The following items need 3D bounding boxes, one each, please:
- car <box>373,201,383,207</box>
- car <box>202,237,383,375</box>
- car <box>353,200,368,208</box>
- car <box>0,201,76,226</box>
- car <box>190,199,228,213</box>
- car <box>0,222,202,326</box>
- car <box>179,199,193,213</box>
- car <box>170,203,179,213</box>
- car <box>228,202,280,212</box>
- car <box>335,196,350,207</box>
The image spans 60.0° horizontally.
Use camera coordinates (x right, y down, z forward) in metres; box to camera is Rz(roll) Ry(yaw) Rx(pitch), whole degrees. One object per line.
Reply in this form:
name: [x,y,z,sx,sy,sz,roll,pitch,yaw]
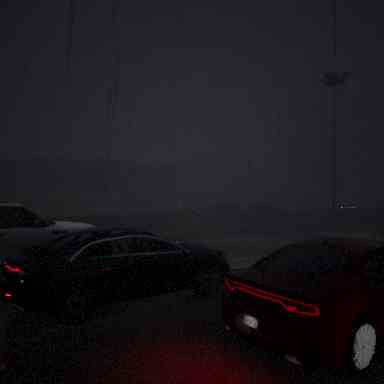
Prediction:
car: [34.223,2.239,60.292,1.994,1.385,4.181,0,0,41]
car: [2.782,1.538,5.747,5.008,1.535,1.882,0,0,-35]
car: [31.920,2.242,62.998,1.994,1.385,4.181,0,0,39]
car: [-5.146,1.231,8.696,5.566,2.045,2.150,0,0,-35]
car: [2.698,1.718,31.753,4.902,1.511,2.128,1,0,-36]
car: [-1.320,1.524,7.125,4.902,1.511,2.128,1,0,-35]
car: [1.394,1.761,35.115,4.674,1.442,1.812,1,-1,-36]
car: [-0.329,1.591,38.199,4.553,1.767,2.097,1,0,-36]
car: [5.850,1.748,29.715,4.892,1.490,1.837,1,-1,-36]
car: [29.609,1.894,65.727,2.150,2.045,5.566,0,0,39]
